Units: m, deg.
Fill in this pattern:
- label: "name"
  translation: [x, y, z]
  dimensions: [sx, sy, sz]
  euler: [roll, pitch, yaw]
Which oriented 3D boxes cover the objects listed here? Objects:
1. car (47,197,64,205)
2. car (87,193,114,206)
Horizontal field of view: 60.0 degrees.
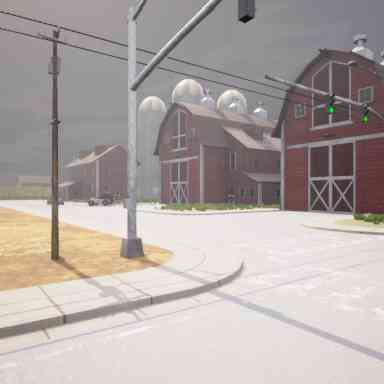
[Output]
- label: "car"
  translation: [-23.266, 1.537, 56.583]
  dimensions: [1.994, 1.385, 4.181]
  euler: [0, 0, -36]
- label: "car"
  translation: [-13.797, 1.118, 50.595]
  dimensions: [3.866, 1.878, 1.905]
  euler: [-2, 5, 11]
